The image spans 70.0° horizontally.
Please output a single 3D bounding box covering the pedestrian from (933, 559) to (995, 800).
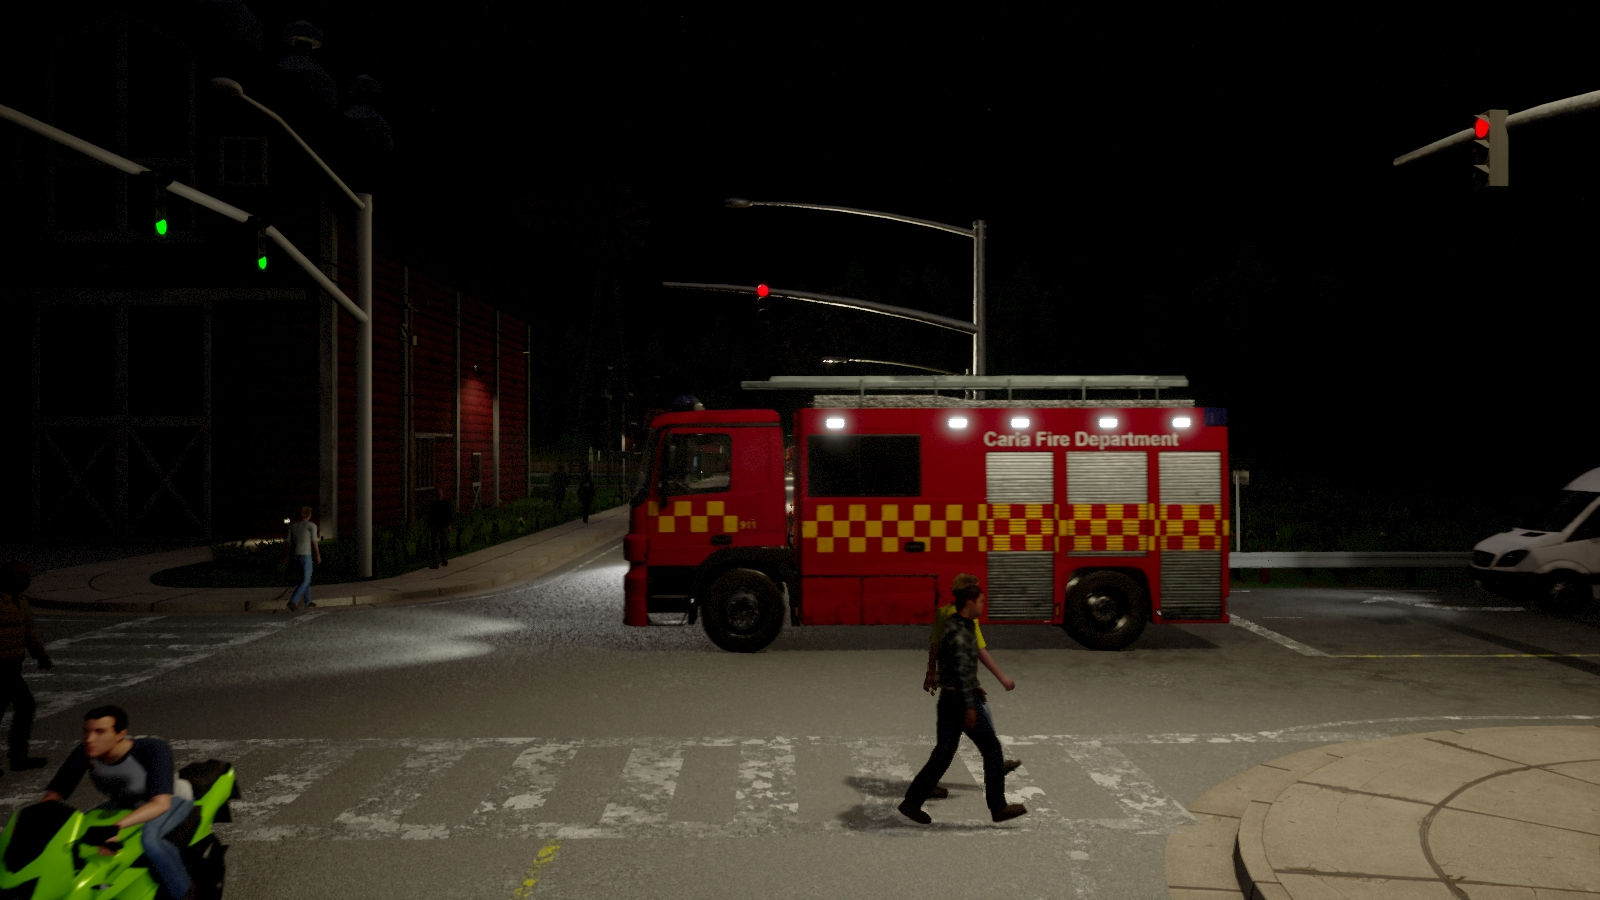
[{"bbox_3d":[1.324,1.837,9.258,0.375,1.860,0.375,0,0,-15],"label":"pedestrian"}]

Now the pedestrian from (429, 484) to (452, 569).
[{"bbox_3d":[-7.964,1.681,25.293,0.375,1.860,0.375,0,0,2],"label":"pedestrian"}]

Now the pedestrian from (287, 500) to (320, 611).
[{"bbox_3d":[-8.544,1.806,19.667,0.375,1.860,0.375,0,0,15],"label":"pedestrian"}]

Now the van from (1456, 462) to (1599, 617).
[{"bbox_3d":[14.847,1.495,19.585,5.915,2.561,1.988,0,-1,13],"label":"van"}]

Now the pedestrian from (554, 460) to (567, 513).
[{"bbox_3d":[-8.526,1.291,40.671,0.375,1.860,0.375,0,0,-1],"label":"pedestrian"}]

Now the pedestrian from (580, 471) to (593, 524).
[{"bbox_3d":[-7.538,1.671,40.302,0.375,1.860,0.375,0,0,-1],"label":"pedestrian"}]

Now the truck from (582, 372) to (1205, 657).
[{"bbox_3d":[1.263,0.866,16.958,8.468,3.827,2.891,0,0,-1],"label":"truck"}]

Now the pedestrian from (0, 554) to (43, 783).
[{"bbox_3d":[-6.673,1.825,9.620,0.375,1.860,0.375,0,0,-8],"label":"pedestrian"}]

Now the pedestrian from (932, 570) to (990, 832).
[{"bbox_3d":[1.189,1.839,8.471,0.375,1.860,0.375,0,0,0],"label":"pedestrian"}]
